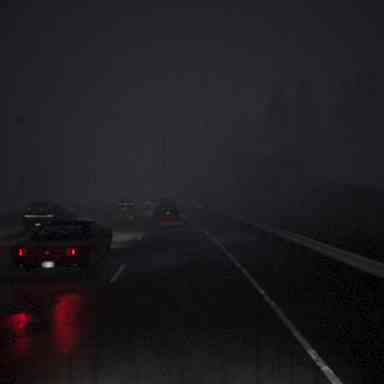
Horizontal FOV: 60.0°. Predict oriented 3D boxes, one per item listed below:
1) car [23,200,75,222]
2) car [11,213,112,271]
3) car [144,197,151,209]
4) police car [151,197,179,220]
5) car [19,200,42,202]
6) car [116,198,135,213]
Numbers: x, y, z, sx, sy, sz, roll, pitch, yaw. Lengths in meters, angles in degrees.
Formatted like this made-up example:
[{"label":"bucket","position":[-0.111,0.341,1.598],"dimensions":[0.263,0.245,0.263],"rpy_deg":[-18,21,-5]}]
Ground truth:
[{"label":"car","position":[-8.136,1.455,19.348],"dimensions":[2.128,1.511,4.902],"rpy_deg":[0,0,-6]},{"label":"car","position":[-3.857,1.580,10.818],"dimensions":[1.895,1.301,4.718],"rpy_deg":[0,0,-4]},{"label":"car","position":[-5.169,1.429,43.164],"dimensions":[1.812,1.442,4.674],"rpy_deg":[0,0,-13]},{"label":"police car","position":[-2.190,1.362,27.715],"dimensions":[1.930,1.638,5.238],"rpy_deg":[0,0,-8]},{"label":"car","position":[-12.988,1.452,28.888],"dimensions":[1.837,1.490,4.892],"rpy_deg":[0,0,-9]},{"label":"car","position":[-7.079,1.416,35.492],"dimensions":[2.128,1.511,4.902],"rpy_deg":[0,0,-11]}]
